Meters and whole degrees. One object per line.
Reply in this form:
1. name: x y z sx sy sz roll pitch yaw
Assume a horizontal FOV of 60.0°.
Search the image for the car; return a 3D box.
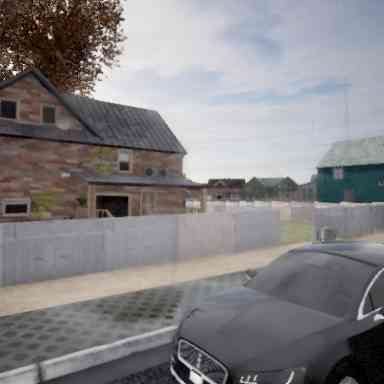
1. car: 2.021 1.497 4.495 4.892 1.490 1.837 0 0 -35
